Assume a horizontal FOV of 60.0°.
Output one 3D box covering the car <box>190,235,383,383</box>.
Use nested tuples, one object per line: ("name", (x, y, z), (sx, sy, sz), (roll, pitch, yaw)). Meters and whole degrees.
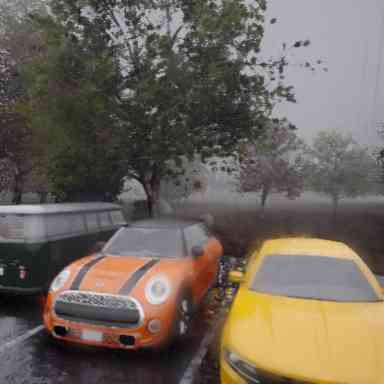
("car", (1.676, 1.488, 4.892), (2.097, 1.535, 5.008), (1, -1, 15))

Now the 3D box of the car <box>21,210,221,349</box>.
("car", (-0.733, 1.368, 6.637), (2.185, 1.767, 4.553), (1, -1, 16))

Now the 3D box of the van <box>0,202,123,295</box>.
("van", (-3.129, 1.272, 8.441), (1.878, 1.987, 4.442), (0, -1, 16))
